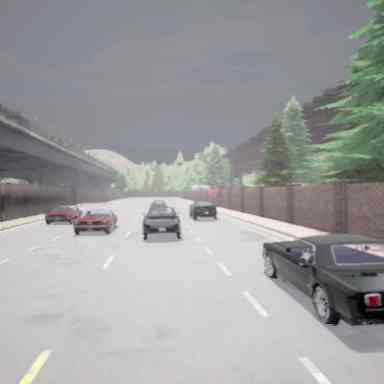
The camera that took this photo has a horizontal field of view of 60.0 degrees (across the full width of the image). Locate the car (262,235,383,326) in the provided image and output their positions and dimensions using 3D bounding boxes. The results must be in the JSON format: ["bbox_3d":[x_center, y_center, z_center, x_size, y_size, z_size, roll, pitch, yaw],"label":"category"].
[{"bbox_3d":[2.961,1.551,7.000,1.895,1.301,4.718,-1,0,-5],"label":"car"}]

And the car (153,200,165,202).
[{"bbox_3d":[-3.600,1.565,36.542,2.033,1.411,5.357,-1,0,-6],"label":"car"}]

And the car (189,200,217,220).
[{"bbox_3d":[0.855,1.439,27.829,1.882,1.535,5.008,-1,0,-6],"label":"car"}]

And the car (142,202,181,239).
[{"bbox_3d":[-1.597,1.499,17.547,2.128,1.511,4.902,-1,0,-6],"label":"car"}]

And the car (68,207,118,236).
[{"bbox_3d":[-5.482,1.662,19.347,1.895,1.301,4.718,-1,0,-6],"label":"car"}]

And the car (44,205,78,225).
[{"bbox_3d":[-9.639,1.717,25.388,1.895,1.301,4.718,-1,0,-6],"label":"car"}]
